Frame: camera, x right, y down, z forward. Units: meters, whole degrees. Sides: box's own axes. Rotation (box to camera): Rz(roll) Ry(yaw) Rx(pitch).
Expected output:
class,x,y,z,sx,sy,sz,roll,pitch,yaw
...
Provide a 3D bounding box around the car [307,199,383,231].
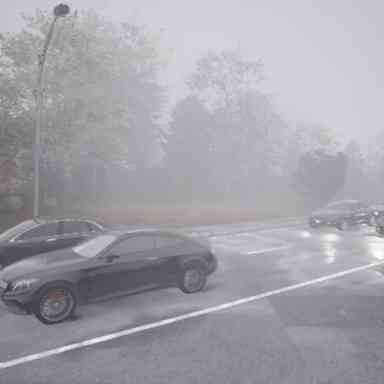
class,x,y,z,sx,sy,sz,roll,pitch,yaw
car,8.427,1.231,18.466,4.892,1.490,1.837,-1,1,-35

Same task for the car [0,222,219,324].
class,x,y,z,sx,sy,sz,roll,pitch,yaw
car,-1.524,1.499,7.203,4.674,1.442,1.812,0,0,-35

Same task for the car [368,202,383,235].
class,x,y,z,sx,sy,sz,roll,pitch,yaw
car,10.471,1.294,15.626,4.181,1.385,1.994,-2,1,-35

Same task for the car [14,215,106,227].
class,x,y,z,sx,sy,sz,roll,pitch,yaw
car,-4.202,1.474,9.591,4.892,1.490,1.837,-1,1,-35
